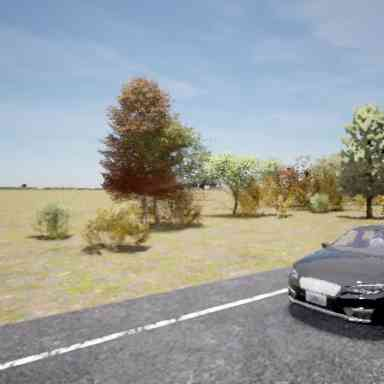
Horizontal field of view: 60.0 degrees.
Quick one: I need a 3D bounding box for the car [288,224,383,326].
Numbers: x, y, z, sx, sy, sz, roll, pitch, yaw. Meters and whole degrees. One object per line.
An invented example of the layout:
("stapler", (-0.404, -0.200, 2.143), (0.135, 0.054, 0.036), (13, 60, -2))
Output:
("car", (4.024, 1.465, 6.862), (4.902, 1.511, 2.128), (0, 0, -35))
